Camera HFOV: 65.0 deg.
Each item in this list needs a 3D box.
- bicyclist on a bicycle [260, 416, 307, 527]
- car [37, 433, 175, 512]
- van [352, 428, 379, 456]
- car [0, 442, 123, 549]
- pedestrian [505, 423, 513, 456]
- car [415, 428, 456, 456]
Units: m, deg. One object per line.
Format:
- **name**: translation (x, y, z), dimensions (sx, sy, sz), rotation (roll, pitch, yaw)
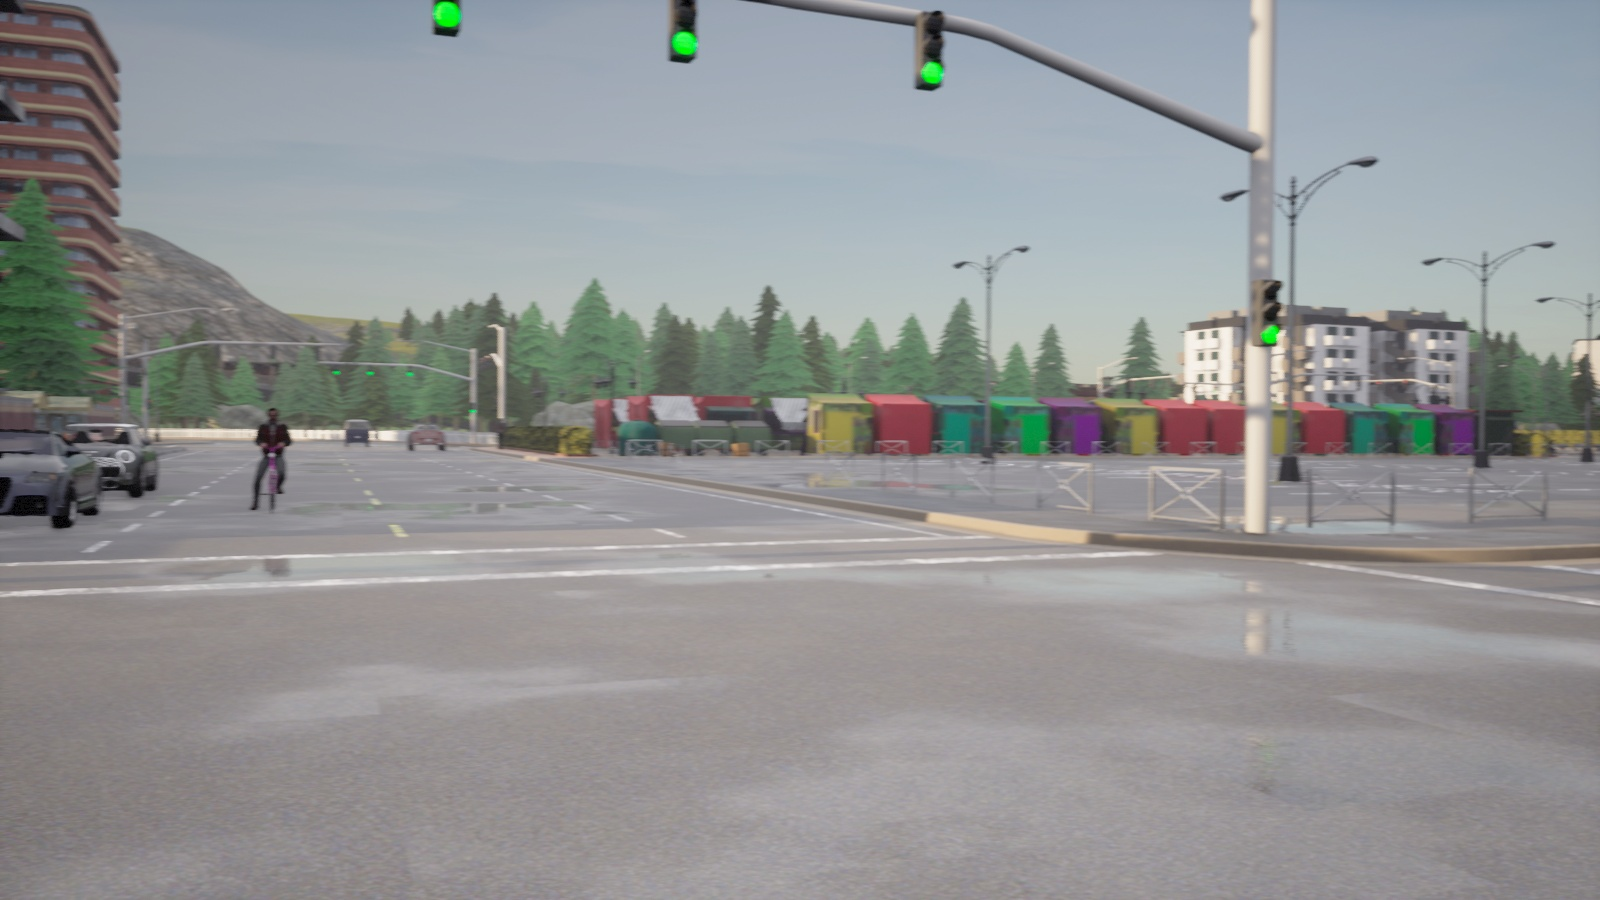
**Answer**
- **bicyclist on a bicycle**: translation (-8.682, 0.331, 21.151), dimensions (0.659, 1.776, 1.843), rotation (-1, 1, -21)
- **car**: translation (-14.311, 0.407, 26.120), dimensions (1.970, 1.475, 3.806), rotation (-1, 1, -21)
- **van**: translation (-31.967, -0.636, 92.349), dimensions (1.775, 1.987, 4.442), rotation (-1, 1, -21)
- **car**: translation (-11.421, 0.596, 18.506), dimensions (1.994, 1.385, 4.181), rotation (-1, 1, -21)
- **pedestrian**: translation (-16.639, -0.608, 71.717), dimensions (0.331, 1.846, 0.634), rotation (-1, 1, -20)
- **car**: translation (-22.592, -0.515, 77.707), dimensions (2.152, 1.651, 5.027), rotation (-1, 1, -19)
